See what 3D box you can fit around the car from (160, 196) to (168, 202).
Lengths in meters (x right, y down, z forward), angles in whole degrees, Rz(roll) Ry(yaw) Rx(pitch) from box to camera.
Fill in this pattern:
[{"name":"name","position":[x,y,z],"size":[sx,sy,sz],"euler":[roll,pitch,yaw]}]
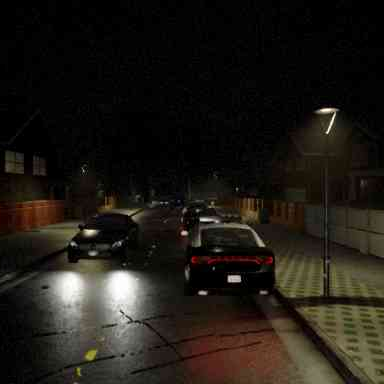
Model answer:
[{"name":"car","position":[-6.647,1.714,79.738],"size":[2.033,1.411,5.357],"euler":[0,0,-3]}]

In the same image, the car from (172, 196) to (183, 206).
[{"name":"car","position":[-2.669,1.602,60.082],"size":[1.882,1.535,5.008],"euler":[0,0,-3]}]

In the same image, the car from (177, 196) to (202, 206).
[{"name":"car","position":[0.177,1.380,24.744],"size":[2.097,1.767,4.553],"euler":[0,0,-3]}]

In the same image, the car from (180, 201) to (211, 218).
[{"name":"car","position":[0.454,1.493,18.750],"size":[1.882,1.535,5.008],"euler":[0,0,-2]}]

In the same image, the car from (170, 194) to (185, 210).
[{"name":"car","position":[-1.832,1.311,45.785],"size":[2.150,2.045,5.566],"euler":[0,0,-3]}]

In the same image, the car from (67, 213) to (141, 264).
[{"name":"car","position":[-2.953,1.532,12.039],"size":[1.812,1.442,4.674],"euler":[0,0,-2]}]

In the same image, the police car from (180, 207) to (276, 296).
[{"name":"police car","position":[0.745,1.427,8.816],"size":[1.930,1.638,5.238],"euler":[0,0,-1]}]
